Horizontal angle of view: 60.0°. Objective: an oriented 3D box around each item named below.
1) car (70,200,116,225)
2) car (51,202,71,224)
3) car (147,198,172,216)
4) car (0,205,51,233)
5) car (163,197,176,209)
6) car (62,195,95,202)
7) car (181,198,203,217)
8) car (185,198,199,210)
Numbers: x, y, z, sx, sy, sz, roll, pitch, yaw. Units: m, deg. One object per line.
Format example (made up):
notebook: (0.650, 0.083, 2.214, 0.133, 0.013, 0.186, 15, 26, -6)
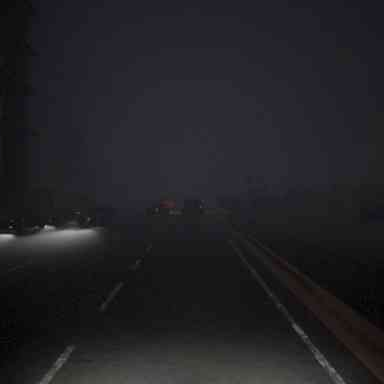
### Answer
car: (-6.987, 1.588, 24.892, 2.128, 1.511, 4.902, 0, 0, 0)
car: (-10.487, 1.667, 24.894, 1.994, 1.385, 4.181, 0, 0, 0)
car: (-3.383, 1.655, 33.858, 1.994, 1.385, 4.181, 0, 0, 0)
car: (-10.573, 1.617, 20.117, 1.994, 1.385, 4.181, 0, 0, 0)
car: (-3.431, 1.479, 46.851, 2.097, 1.767, 4.553, 0, 0, 0)
car: (-10.537, 1.303, 30.865, 2.150, 2.045, 5.566, 0, 0, 0)
car: (0.027, 1.441, 32.746, 2.097, 1.767, 4.553, 0, 0, 0)
car: (0.065, 1.627, 45.629, 1.837, 1.490, 4.892, 0, -1, 1)
